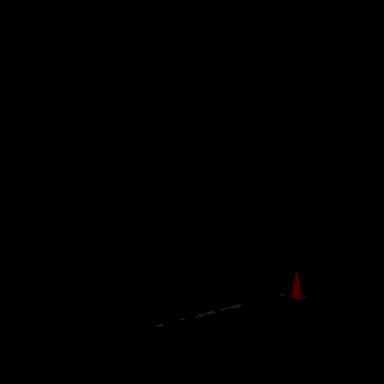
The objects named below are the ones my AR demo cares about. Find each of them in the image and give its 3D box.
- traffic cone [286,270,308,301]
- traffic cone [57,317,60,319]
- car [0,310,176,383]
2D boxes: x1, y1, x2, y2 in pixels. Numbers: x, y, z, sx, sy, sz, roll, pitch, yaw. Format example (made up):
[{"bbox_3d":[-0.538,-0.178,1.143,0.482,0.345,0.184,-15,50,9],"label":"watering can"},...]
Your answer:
[{"bbox_3d":[2.299,2.019,7.291,0.340,0.580,0.340,1,0,-36],"label":"traffic cone"},{"bbox_3d":[-1.775,1.955,4.384,0.340,0.580,0.340,1,0,-36],"label":"traffic cone"},{"bbox_3d":[-2.247,1.488,1.272,4.892,1.490,1.837,1,0,-35],"label":"car"}]
